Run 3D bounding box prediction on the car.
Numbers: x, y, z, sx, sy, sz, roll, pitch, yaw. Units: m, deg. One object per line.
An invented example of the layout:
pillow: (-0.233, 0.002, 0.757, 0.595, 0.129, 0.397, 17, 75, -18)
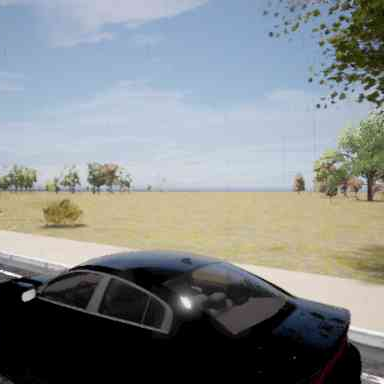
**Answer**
car: (-0.737, 1.474, 4.087, 5.008, 1.535, 1.882, 0, 0, 35)
